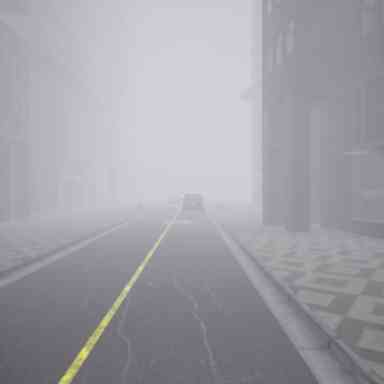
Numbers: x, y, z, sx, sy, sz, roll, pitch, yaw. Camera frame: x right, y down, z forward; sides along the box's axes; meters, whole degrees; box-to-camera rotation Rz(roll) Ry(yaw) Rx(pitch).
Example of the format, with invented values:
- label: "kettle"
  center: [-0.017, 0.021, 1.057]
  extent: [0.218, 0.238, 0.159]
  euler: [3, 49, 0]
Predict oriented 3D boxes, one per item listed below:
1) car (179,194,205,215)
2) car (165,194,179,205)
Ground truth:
- label: "car"
  center: [0.099, 1.186, 33.677]
  extent: [2.150, 2.045, 5.566]
  euler: [0, 0, 0]
- label: "car"
  center: [-3.050, 1.257, 57.249]
  extent: [2.097, 1.767, 4.553]
  euler: [0, 0, 1]
